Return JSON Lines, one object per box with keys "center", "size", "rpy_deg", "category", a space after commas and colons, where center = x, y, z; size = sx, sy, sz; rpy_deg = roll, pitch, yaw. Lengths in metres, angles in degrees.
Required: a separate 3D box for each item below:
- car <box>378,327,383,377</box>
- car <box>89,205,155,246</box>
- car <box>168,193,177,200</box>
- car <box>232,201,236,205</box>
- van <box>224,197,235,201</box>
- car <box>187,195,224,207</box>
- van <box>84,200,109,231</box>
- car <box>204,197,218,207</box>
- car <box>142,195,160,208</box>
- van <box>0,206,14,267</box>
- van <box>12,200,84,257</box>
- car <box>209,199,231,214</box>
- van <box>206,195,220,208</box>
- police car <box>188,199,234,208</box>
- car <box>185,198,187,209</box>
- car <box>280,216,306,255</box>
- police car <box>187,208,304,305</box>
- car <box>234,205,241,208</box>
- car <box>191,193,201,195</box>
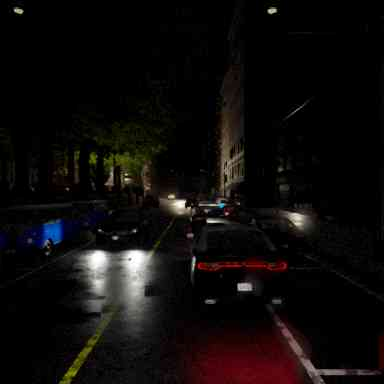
{"center": [2.856, 1.315, 1.224], "size": [2.192, 1.841, 5.009], "rpy_deg": [0, 0, 0], "category": "car"}
{"center": [-2.992, 1.521, 15.275], "size": [1.812, 1.442, 4.674], "rpy_deg": [0, 0, 0], "category": "car"}
{"center": [-5.638, 1.402, 89.990], "size": [1.752, 1.417, 4.829], "rpy_deg": [0, 0, 0], "category": "car"}
{"center": [2.865, 1.570, 23.866], "size": [1.802, 1.307, 4.206], "rpy_deg": [0, 0, 0], "category": "car"}
{"center": [2.866, 1.324, 29.526], "size": [1.690, 1.788, 3.998], "rpy_deg": [0, 0, 0], "category": "van"}
{"center": [0.909, 1.339, 24.148], "size": [2.097, 1.767, 4.553], "rpy_deg": [0, 0, 0], "category": "car"}
{"center": [-5.663, 1.334, 18.181], "size": [1.690, 1.788, 3.998], "rpy_deg": [0, 0, 0], "category": "van"}
{"center": [2.875, 1.518, 52.169], "size": [1.947, 1.339, 4.313], "rpy_deg": [0, 0, 0], "category": "car"}
{"center": [-5.652, 1.276, 46.471], "size": [2.192, 1.841, 5.009], "rpy_deg": [0, 0, 0], "category": "car"}
{"center": [-5.667, 1.340, 6.865], "size": [1.690, 1.788, 3.998], "rpy_deg": [0, 0, 0], "category": "van"}
{"center": [-5.665, 1.338, 12.523], "size": [1.690, 1.788, 3.998], "rpy_deg": [0, 0, 0], "category": "van"}
{"center": [2.869, 1.522, 35.187], "size": [1.887, 1.381, 4.507], "rpy_deg": [0, 0, 0], "category": "car"}
{"center": [2.873, 1.302, 46.508], "size": [1.690, 1.788, 3.998], "rpy_deg": [0, 0, 0], "category": "van"}
{"center": [0.908, 1.418, 18.288], "size": [1.930, 1.638, 5.238], "rpy_deg": [0, 0, 0], "category": "police car"}
{"center": [0.032, 1.527, 45.330], "size": [1.994, 1.385, 4.181], "rpy_deg": [0, 0, 0], "category": "car"}
{"center": [2.861, 1.541, 12.545], "size": [1.887, 1.381, 4.507], "rpy_deg": [0, 0, 0], "category": "car"}
{"center": [0.904, 1.424, 8.289], "size": [1.930, 1.638, 5.238], "rpy_deg": [0, 0, 0], "category": "police car"}
{"center": [2.863, 1.575, 18.206], "size": [1.802, 1.307, 4.206], "rpy_deg": [0, 0, 0], "category": "car"}
{"center": [0.021, 1.431, 58.733], "size": [2.128, 1.511, 4.902], "rpy_deg": [0, 0, 0], "category": "car"}
